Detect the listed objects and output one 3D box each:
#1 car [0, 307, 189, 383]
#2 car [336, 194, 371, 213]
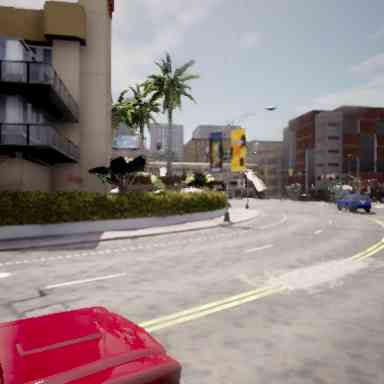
[{"bbox_3d":[-2.332,1.602,2.174,4.718,1.301,1.895,0,0,-36],"label":"car"},{"bbox_3d":[18.638,1.298,38.540,2.150,2.045,5.566,0,0,4],"label":"car"}]
